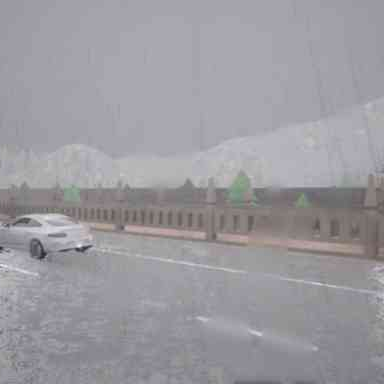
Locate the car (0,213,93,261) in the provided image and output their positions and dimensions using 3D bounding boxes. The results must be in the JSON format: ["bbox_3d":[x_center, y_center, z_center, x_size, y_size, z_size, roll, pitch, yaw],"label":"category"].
[{"bbox_3d":[-5.595,1.517,12.281,4.674,1.442,1.812,0,0,35],"label":"car"}]
